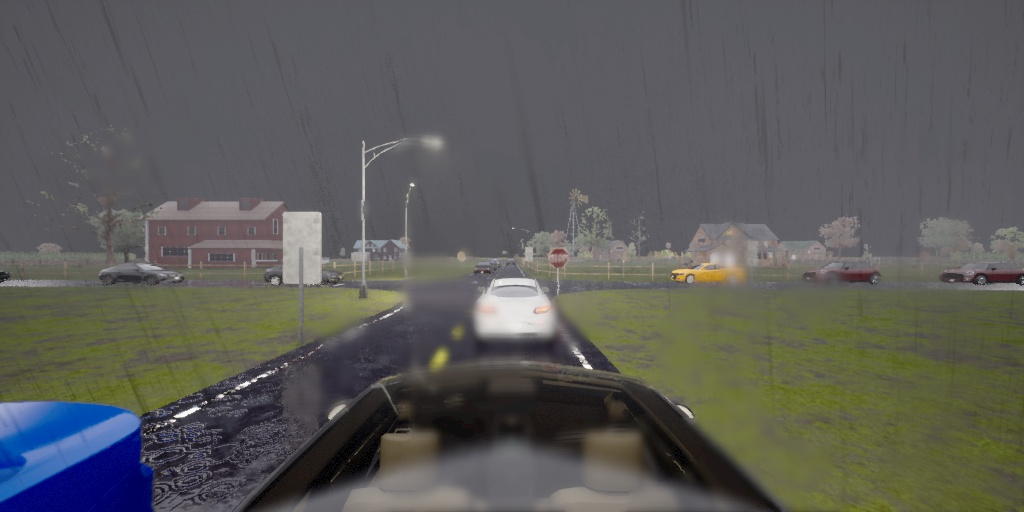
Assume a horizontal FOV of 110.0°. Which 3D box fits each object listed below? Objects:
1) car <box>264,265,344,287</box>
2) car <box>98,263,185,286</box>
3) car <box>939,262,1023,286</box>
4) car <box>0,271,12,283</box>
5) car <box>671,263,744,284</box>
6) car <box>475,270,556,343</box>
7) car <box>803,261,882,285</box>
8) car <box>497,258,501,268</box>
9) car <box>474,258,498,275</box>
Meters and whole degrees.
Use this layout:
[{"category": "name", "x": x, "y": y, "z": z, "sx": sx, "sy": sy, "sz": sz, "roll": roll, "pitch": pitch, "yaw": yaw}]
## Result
[{"category": "car", "x": -13.753, "y": 1.214, "z": 23.838, "sx": 4.892, "sy": 1.490, "sz": 1.837, "roll": 0, "pitch": 0, "yaw": 2}, {"category": "car", "x": -24.737, "y": 1.204, "z": 23.982, "sx": 4.674, "sy": 1.442, "sz": 1.812, "roll": 0, "pitch": 0, "yaw": 0}, {"category": "car", "x": 34.972, "y": 1.231, "z": 26.683, "sx": 4.553, "sy": 1.767, "sz": 2.097, "roll": 0, "pitch": 0, "yaw": 0}, {"category": "car", "x": -36.944, "y": 1.248, "z": 24.035, "sx": 4.718, "sy": 1.301, "sz": 1.895, "roll": 0, "pitch": 0, "yaw": 0}, {"category": "car", "x": 14.515, "y": 1.273, "z": 26.775, "sx": 5.008, "sy": 1.535, "sz": 1.882, "roll": 0, "pitch": 0, "yaw": 0}, {"category": "car", "x": 0.073, "y": 1.275, "z": 9.582, "sx": 1.812, "sy": 1.442, "sz": 4.674, "roll": 0, "pitch": 0, "yaw": 0}, {"category": "car", "x": 24.492, "y": 1.186, "z": 26.737, "sx": 4.553, "sy": 1.767, "sz": 2.097, "roll": 0, "pitch": 0, "yaw": 0}, {"category": "car", "x": -3.012, "y": 1.283, "z": 49.709, "sx": 2.033, "sy": 1.411, "sz": 5.357, "roll": 0, "pitch": 0, "yaw": 0}, {"category": "car", "x": -3.015, "y": 1.288, "z": 39.635, "sx": 2.033, "sy": 1.411, "sz": 5.357, "roll": 0, "pitch": 0, "yaw": 1}]
